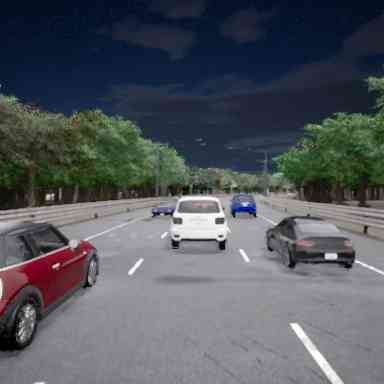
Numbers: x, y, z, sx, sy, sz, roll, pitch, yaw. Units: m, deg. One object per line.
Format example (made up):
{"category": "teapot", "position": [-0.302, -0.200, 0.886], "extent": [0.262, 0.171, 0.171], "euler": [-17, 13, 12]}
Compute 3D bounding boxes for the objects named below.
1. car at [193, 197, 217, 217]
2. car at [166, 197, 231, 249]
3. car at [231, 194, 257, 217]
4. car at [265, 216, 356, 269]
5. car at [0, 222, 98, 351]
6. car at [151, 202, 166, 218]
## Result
{"category": "car", "position": [1.274, 1.346, 31.573], "extent": [2.097, 1.767, 4.553], "euler": [0, 0, 4]}
{"category": "car", "position": [0.312, 1.220, 14.751], "extent": [2.150, 2.045, 5.566], "euler": [0, 0, 1]}
{"category": "car", "position": [4.730, 1.214, 31.053], "extent": [2.150, 2.045, 5.566], "euler": [0, 0, 4]}
{"category": "car", "position": [3.709, 1.523, 11.046], "extent": [1.812, 1.442, 4.674], "euler": [0, 0, 1]}
{"category": "car", "position": [-3.367, 1.354, 6.370], "extent": [2.097, 1.767, 4.553], "euler": [0, 0, 1]}
{"category": "car", "position": [-2.347, 1.597, 30.260], "extent": [1.895, 1.301, 4.718], "euler": [0, 0, 4]}
